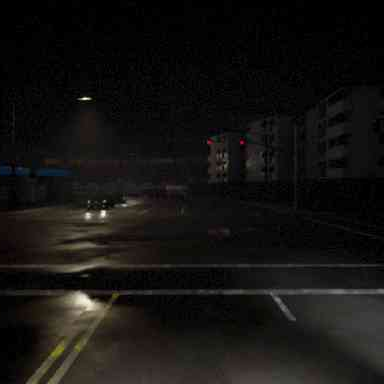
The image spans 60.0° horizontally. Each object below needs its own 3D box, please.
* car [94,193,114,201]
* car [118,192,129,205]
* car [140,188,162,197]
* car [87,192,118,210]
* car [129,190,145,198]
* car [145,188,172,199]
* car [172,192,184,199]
[{"bbox_3d":[-17.098,0.864,64.735,2.033,1.411,5.357,-1,1,-35],"label":"car"},{"bbox_3d":[-10.517,0.851,47.457,2.097,1.767,4.553,0,1,-10],"label":"car"},{"bbox_3d":[-9.696,0.162,77.813,2.150,2.045,5.566,-1,1,-45],"label":"car"},{"bbox_3d":[-9.972,0.998,36.523,2.097,1.767,4.553,0,1,-1],"label":"car"},{"bbox_3d":[-12.609,0.604,75.808,1.895,1.301,4.718,-1,1,-45],"label":"car"},{"bbox_3d":[-6.914,0.436,68.360,2.150,2.045,5.566,-1,1,-32],"label":"car"},{"bbox_3d":[-3.660,0.730,69.743,2.033,1.411,5.357,-1,1,-32],"label":"car"}]
